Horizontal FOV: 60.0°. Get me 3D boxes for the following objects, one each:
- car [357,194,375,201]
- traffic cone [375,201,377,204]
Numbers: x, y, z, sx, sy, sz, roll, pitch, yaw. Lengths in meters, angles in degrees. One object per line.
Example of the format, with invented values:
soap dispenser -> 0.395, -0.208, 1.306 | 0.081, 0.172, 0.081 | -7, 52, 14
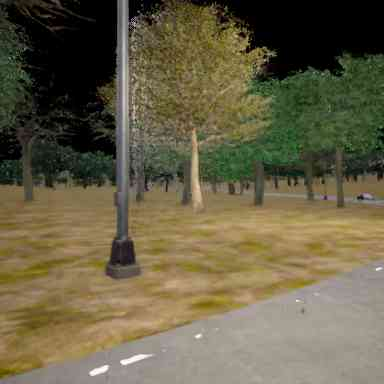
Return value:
car -> 34.986, 1.067, 67.070 | 1.812, 1.442, 4.674 | -3, 1, 3
traffic cone -> 31.802, 1.723, 57.401 | 0.340, 0.580, 0.340 | -2, 0, 10
